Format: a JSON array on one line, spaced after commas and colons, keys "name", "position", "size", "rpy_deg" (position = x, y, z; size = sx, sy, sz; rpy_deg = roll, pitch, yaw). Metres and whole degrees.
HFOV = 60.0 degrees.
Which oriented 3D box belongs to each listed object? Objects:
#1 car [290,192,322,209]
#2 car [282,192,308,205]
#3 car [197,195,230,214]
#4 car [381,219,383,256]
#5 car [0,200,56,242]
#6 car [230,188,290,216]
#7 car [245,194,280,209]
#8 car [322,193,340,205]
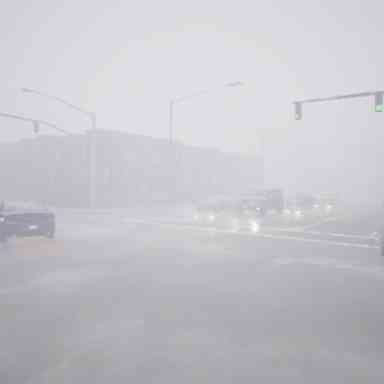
[{"name": "car", "position": [11.414, 0.912, 34.569], "size": [2.128, 1.511, 4.902], "rpy_deg": [2, 2, 36]}, {"name": "car", "position": [13.447, 0.792, 43.217], "size": [1.812, 1.442, 4.674], "rpy_deg": [2, 2, 36]}, {"name": "car", "position": [2.299, 0.949, 28.024], "size": [1.812, 1.442, 4.674], "rpy_deg": [2, 2, 36]}, {"name": "car", "position": [7.813, 1.366, 11.526], "size": [1.837, 1.490, 4.892], "rpy_deg": [2, 2, 36]}, {"name": "car", "position": [-7.246, 1.057, 14.020], "size": [1.882, 1.535, 5.008], "rpy_deg": [1, 1, -37]}, {"name": "car", "position": [5.534, 0.726, 26.519], "size": [2.150, 2.045, 5.566], "rpy_deg": [2, 2, 36]}, {"name": "car", "position": [7.472, 0.912, 35.102], "size": [1.994, 1.385, 4.181], "rpy_deg": [2, 2, 36]}, {"name": "car", "position": [17.601, 0.812, 42.955], "size": [1.882, 1.535, 5.008], "rpy_deg": [2, 2, 37]}]
